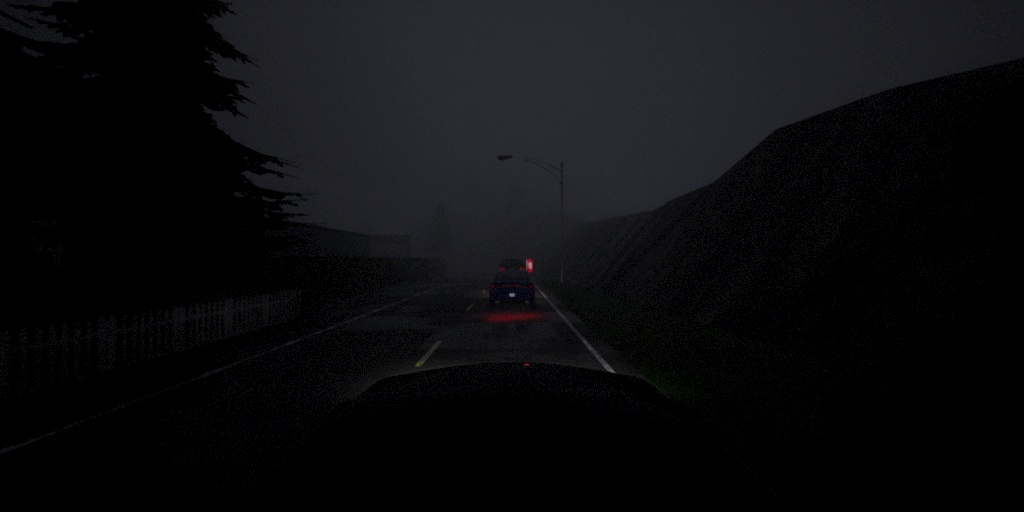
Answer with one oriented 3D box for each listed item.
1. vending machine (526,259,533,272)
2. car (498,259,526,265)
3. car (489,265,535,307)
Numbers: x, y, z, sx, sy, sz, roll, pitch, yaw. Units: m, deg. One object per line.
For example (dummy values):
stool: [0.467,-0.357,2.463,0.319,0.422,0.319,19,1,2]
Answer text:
vending machine: [2.809,1.464,57.548,1.100,2.100,0.880,0,0,-10]
car: [0.015,1.237,30.840,2.150,2.045,5.566,0,0,0]
car: [0.012,1.363,16.304,1.882,1.535,5.008,0,0,0]
